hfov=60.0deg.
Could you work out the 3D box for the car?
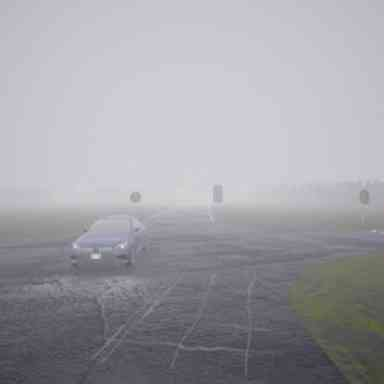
[{"bbox_3d":[-2.691,1.578,11.712,1.812,1.442,4.674,-1,0,1],"label":"car"}]
